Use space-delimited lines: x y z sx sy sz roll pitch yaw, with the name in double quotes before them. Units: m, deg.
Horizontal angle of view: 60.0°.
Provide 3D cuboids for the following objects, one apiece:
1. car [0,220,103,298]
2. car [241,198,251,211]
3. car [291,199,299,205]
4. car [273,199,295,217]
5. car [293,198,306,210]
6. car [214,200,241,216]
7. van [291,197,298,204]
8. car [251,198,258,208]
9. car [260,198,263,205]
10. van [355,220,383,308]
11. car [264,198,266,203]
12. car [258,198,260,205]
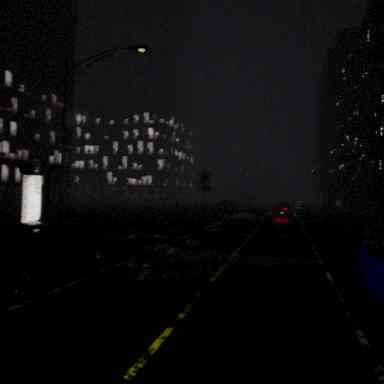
"car" -3.873 1.429 8.331 1.947 1.339 4.313 2 0 16
"car" 6.511 1.760 45.463 1.752 1.417 4.829 2 0 16
"car" 26.536 2.559 85.993 1.802 1.307 4.206 2 0 16
"car" 9.675 1.847 35.478 1.837 1.490 4.892 2 0 16
"car" 17.600 2.180 54.024 2.008 1.369 4.403 2 0 16
"car" 3.579 1.567 34.970 1.967 1.590 4.097 2 0 16
"van" 28.034 2.379 91.321 1.690 1.788 3.998 2 0 16
"car" 9.535 1.899 56.283 2.008 1.369 4.403 2 0 16
"car" 12.514 2.012 66.938 2.008 1.369 4.403 2 0 16
"van" 4.201 1.486 6.072 1.690 1.788 3.998 2 0 16
"car" 16.938 2.159 82.759 1.752 1.417 4.829 2 0 16
"car" 11.028 1.845 61.611 1.967 1.590 4.097 2 0 16
